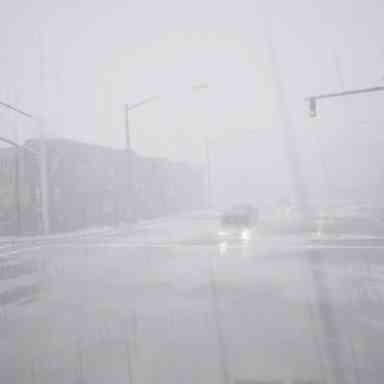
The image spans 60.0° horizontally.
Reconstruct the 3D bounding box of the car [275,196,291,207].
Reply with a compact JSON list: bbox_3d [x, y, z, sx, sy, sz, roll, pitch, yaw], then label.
[{"bbox_3d":[13.169,1.297,47.907,1.812,1.442,4.674,-3,-1,22],"label":"car"}]

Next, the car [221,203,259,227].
[{"bbox_3d":[3.522,1.570,24.098,1.882,1.535,5.008,-3,0,22],"label":"car"}]
